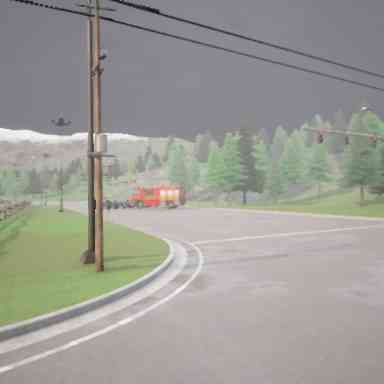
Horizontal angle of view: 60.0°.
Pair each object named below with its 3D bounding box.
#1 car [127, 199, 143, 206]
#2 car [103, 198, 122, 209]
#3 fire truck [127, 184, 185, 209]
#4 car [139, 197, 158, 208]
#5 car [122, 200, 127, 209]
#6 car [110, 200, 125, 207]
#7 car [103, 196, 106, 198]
[{"bbox_3d":[-11.727,2.154,68.042,1.994,1.385,4.181,-1,0,-26],"label":"car"},{"bbox_3d":[-13.653,2.125,55.942,1.994,1.385,4.181,-1,0,-26],"label":"car"},{"bbox_3d":[-5.561,0.743,54.175,8.468,3.827,2.891,-2,-2,12],"label":"fire truck"},{"bbox_3d":[-8.004,1.871,60.336,2.097,1.767,4.553,-1,0,-26],"label":"car"},{"bbox_3d":[-10.852,2.117,57.197,2.033,1.411,5.357,-1,0,-10],"label":"car"},{"bbox_3d":[-14.890,2.251,66.546,1.895,1.301,4.718,-1,0,-26],"label":"car"},{"bbox_3d":[-18.046,1.899,65.026,2.150,2.045,5.566,-1,0,-26],"label":"car"}]
